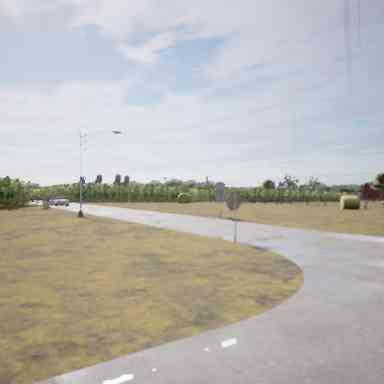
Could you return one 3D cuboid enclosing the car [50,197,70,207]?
[{"bbox_3d":[-19.621,1.419,49.230,1.895,1.301,4.718,-1,0,-35],"label":"car"}]
